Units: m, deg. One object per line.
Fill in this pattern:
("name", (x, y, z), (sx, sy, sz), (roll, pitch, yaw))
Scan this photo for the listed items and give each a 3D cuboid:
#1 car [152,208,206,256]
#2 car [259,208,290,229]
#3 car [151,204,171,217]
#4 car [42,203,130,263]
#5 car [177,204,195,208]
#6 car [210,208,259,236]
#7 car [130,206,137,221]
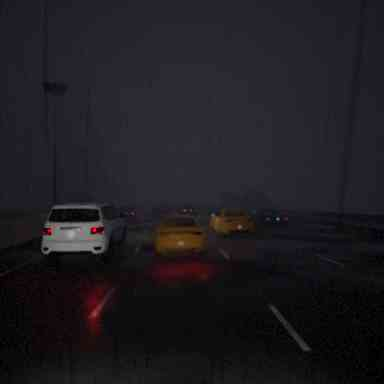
("car", (-0.564, 1.683, 14.139), (1.882, 1.535, 5.008), (0, -1, -4))
("car", (5.403, 1.887, 24.658), (2.033, 1.411, 5.357), (0, -1, -8))
("car", (-2.920, 1.952, 32.484), (1.882, 1.535, 5.008), (0, -1, -10))
("car", (-3.960, 1.421, 13.072), (2.150, 2.045, 5.566), (0, -1, -4))
("car", (-0.680, 2.114, 39.386), (2.033, 1.411, 5.357), (0, -1, -12))
("car", (2.334, 1.765, 20.456), (1.882, 1.535, 5.008), (0, -1, -6))
("car", (-6.373, 2.027, 32.159), (2.033, 1.411, 5.357), (0, -1, -10))
